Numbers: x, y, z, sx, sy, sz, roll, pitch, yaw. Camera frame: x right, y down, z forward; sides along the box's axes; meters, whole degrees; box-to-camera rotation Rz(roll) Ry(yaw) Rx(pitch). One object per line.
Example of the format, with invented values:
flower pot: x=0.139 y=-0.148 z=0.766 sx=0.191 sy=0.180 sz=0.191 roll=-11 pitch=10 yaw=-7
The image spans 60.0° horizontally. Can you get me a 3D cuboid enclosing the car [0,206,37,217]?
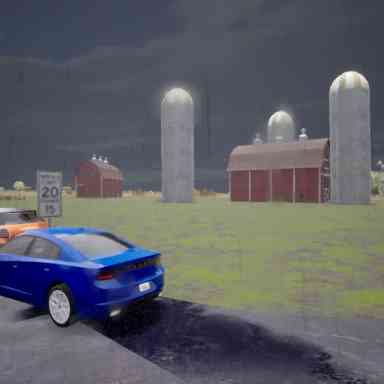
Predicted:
car: x=-7.122 y=1.363 z=12.120 sx=4.553 sy=1.767 sz=2.097 roll=0 pitch=0 yaw=32

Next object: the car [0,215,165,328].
car: x=-2.898 y=1.480 z=7.063 sx=5.008 sy=1.535 sz=1.882 roll=0 pitch=0 yaw=33
